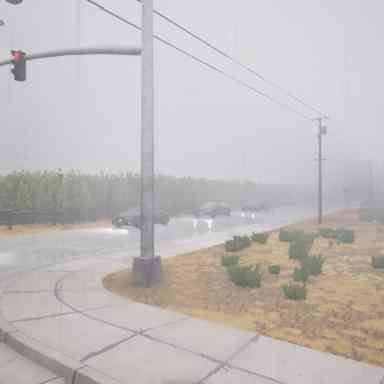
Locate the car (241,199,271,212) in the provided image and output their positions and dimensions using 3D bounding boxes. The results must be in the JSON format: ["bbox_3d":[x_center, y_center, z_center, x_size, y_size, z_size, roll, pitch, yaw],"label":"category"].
[{"bbox_3d":[7.659,1.582,39.366,2.033,1.411,5.357,0,0,33],"label":"car"}]

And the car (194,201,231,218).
[{"bbox_3d":[2.015,1.561,30.595,1.812,1.442,4.674,0,0,33],"label":"car"}]

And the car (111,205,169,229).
[{"bbox_3d":[-3.358,1.599,22.279,1.994,1.385,4.181,0,0,33],"label":"car"}]
